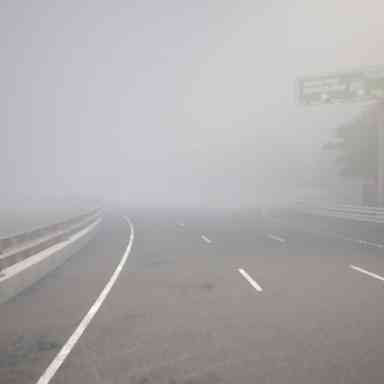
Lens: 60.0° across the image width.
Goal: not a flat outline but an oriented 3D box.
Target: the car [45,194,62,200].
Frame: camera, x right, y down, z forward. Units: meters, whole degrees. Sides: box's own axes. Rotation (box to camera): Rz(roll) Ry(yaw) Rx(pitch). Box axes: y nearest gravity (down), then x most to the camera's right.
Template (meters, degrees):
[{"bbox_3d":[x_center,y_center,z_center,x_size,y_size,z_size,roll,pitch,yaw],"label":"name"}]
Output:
[{"bbox_3d":[-33.900,1.312,81.240,4.181,1.385,1.994,0,0,38],"label":"car"}]

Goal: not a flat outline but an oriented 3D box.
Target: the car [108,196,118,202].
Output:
[{"bbox_3d":[-17.476,1.464,69.483,1.895,1.301,4.718,0,0,-42],"label":"car"}]

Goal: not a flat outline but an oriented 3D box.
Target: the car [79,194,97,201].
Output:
[{"bbox_3d":[-24.165,1.297,76.985,1.882,1.535,5.008,0,0,-44],"label":"car"}]

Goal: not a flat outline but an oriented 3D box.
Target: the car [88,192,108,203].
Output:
[{"bbox_3d":[-19.464,1.082,66.408,2.150,2.045,5.566,0,0,-39],"label":"car"}]

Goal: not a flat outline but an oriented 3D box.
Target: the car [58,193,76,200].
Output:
[{"bbox_3d":[-31.615,1.124,83.894,4.553,1.767,2.097,0,0,38],"label":"car"}]

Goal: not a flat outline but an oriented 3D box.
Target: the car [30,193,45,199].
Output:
[{"bbox_3d":[-36.760,1.074,79.076,4.892,1.490,1.837,0,0,38],"label":"car"}]

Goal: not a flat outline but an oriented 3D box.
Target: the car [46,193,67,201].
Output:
[{"bbox_3d":[-29.196,1.267,72.120,1.882,1.535,5.008,0,0,-44],"label":"car"}]

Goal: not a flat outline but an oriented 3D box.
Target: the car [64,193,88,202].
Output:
[{"bbox_3d":[-22.577,1.433,64.690,1.895,1.301,4.718,0,0,-39],"label":"car"}]
